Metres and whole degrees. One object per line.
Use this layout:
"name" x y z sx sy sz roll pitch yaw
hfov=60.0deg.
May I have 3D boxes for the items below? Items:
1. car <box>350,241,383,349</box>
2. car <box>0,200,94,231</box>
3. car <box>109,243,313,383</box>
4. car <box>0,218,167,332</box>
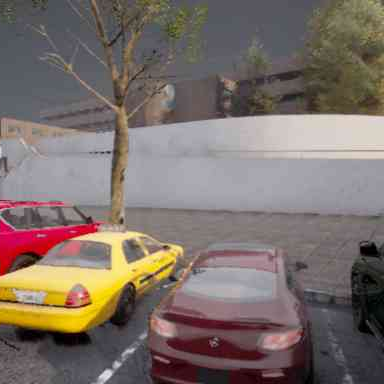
"car" 3.264 1.235 3.507 2.435 2.045 5.566 0 -1 15
"car" -4.088 1.231 8.722 2.435 2.045 5.566 0 -1 15
"car" 0.803 1.525 5.216 2.002 1.452 4.674 0 -1 15
"car" -1.595 1.483 7.138 1.946 1.575 5.366 0 -1 15
